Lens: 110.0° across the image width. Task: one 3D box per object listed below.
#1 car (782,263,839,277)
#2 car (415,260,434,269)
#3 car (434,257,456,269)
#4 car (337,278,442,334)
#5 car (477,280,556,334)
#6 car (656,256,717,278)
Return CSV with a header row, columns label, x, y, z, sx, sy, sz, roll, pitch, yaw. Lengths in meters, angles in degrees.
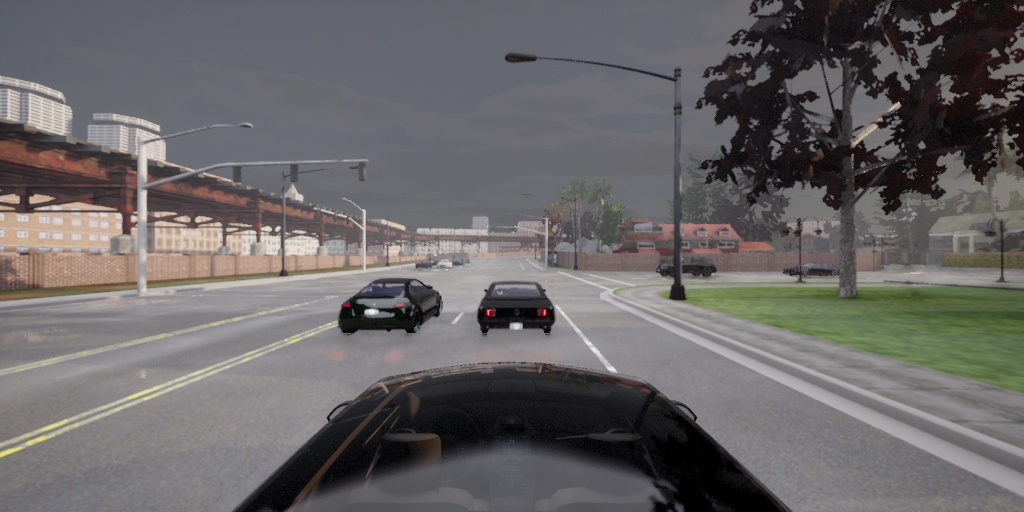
label,x,y,z,sx,sy,sz,roll,pitch,yaw
car,30.180,1.376,35.808,5.357,1.411,2.033,0,0,-1
car,-14.067,1.355,57.454,1.895,1.301,4.718,0,0,0
car,-10.558,1.286,56.406,1.812,1.442,4.674,0,1,0
car,-3.399,1.335,10.730,1.994,1.385,4.181,0,0,0
car,0.093,1.372,10.677,1.895,1.301,4.718,0,0,0
car,17.247,1.050,35.482,5.566,2.045,2.150,0,0,-2
